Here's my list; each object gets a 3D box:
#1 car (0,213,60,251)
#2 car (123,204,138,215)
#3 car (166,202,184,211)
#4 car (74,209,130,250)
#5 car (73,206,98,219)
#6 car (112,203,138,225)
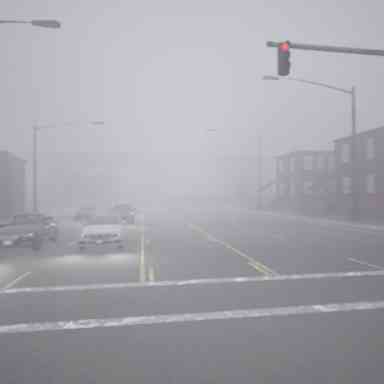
[{"bbox_3d":[-7.551,1.761,15.423,2.128,1.511,4.902,0,-1,-8],"label":"car"},{"bbox_3d":[-8.331,2.294,45.348,1.895,1.301,4.718,0,-1,-8],"label":"car"},{"bbox_3d":[-2.738,2.258,51.350,1.895,1.301,4.718,0,-1,-18],"label":"car"},{"bbox_3d":[-4.078,1.764,15.789,1.812,1.442,4.674,0,-1,-8],"label":"car"},{"bbox_3d":[-9.998,2.043,32.062,2.033,1.411,5.357,0,-1,-8],"label":"car"},{"bbox_3d":[-5.864,1.756,27.996,2.097,1.767,4.553,0,-1,-8],"label":"car"}]
